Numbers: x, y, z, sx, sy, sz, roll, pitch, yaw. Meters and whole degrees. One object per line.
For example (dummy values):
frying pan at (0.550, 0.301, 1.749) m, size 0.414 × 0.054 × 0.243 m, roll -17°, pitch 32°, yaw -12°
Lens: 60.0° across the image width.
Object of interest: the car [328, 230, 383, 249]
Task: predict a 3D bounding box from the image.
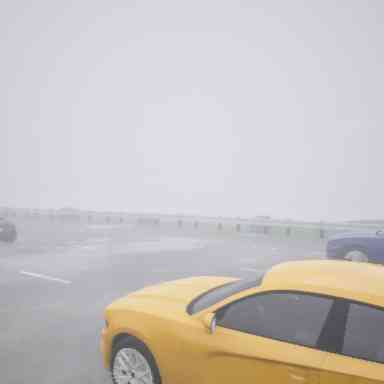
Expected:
car at (6.032, 1.369, 8.302) m, size 5.008 × 1.535 × 1.882 m, roll 0°, pitch 0°, yaw 35°

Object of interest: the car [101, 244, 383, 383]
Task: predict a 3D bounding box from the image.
car at (1.241, 1.439, 3.221) m, size 5.008 × 1.535 × 1.882 m, roll 0°, pitch 0°, yaw 35°

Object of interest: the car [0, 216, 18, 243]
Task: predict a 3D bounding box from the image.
car at (-9.445, 1.483, 14.210) m, size 4.181 × 1.385 × 1.994 m, roll 0°, pitch 0°, yaw 30°
